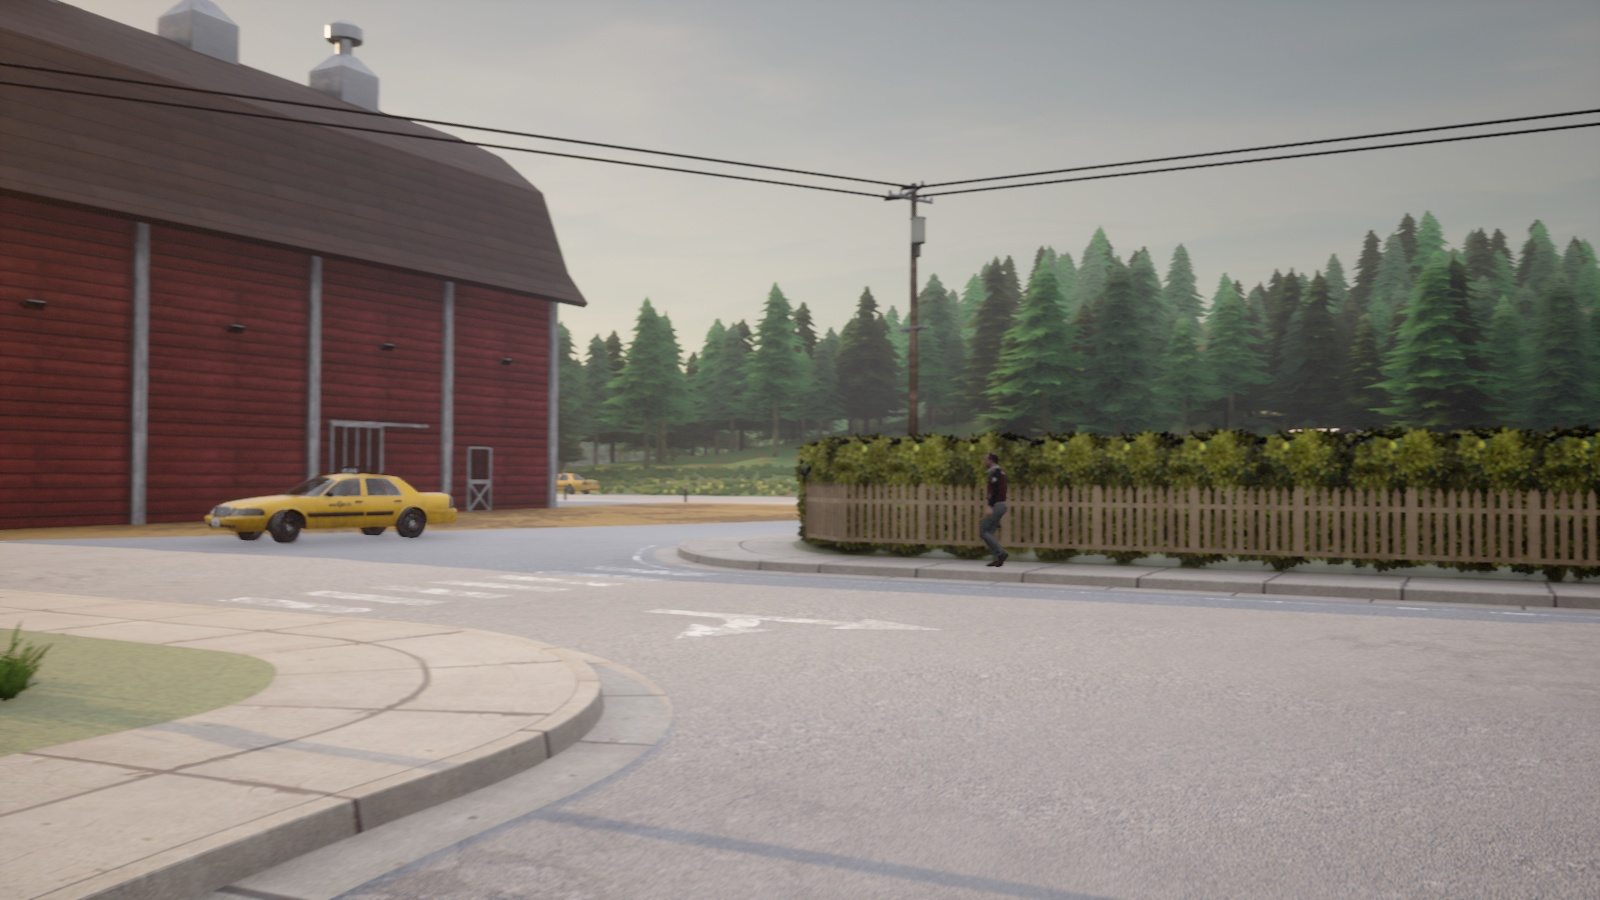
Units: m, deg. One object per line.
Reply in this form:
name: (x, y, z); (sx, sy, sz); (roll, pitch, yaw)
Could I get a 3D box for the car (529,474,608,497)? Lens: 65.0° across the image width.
car: (-15.851, 2.412, 85.958); (5.366, 1.575, 1.801); (-1, -1, 29)

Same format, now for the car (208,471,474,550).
car: (-10.035, 1.265, 27.885); (1.801, 1.575, 5.366); (-1, -1, 40)

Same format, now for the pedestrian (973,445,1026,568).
pedestrian: (3.056, 0.856, 19.261); (0.720, 1.854, 0.376); (-1, -1, 22)

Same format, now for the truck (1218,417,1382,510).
truck: (20.240, 0.568, 50.564); (7.936, 3.462, 2.891); (1, -2, -42)
